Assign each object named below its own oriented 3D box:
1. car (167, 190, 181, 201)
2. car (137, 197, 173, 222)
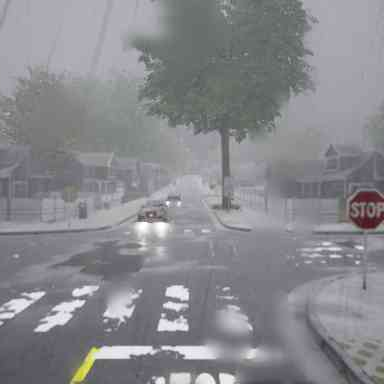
[{"bbox_3d":[-2.656,0.508,50.333,1.882,1.535,5.008,0,2,0],"label":"car"},{"bbox_3d":[-2.705,1.310,23.973,1.994,1.385,4.181,0,1,0],"label":"car"}]
